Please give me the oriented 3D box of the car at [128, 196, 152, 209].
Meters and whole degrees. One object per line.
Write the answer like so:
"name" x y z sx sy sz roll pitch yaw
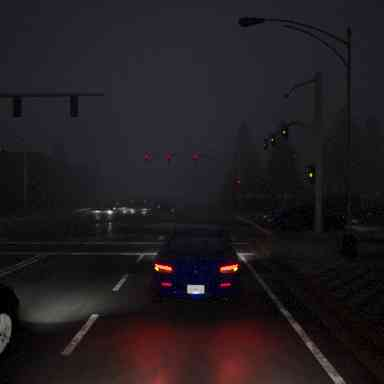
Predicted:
"car" -7.159 1.351 46.346 2.097 1.767 4.553 0 0 0

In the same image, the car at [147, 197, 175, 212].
"car" -3.529 1.563 38.567 1.994 1.385 4.181 0 0 3

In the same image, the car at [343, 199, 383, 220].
"car" 15.878 1.547 27.606 5.357 1.411 2.033 0 0 0

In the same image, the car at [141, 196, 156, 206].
"car" -7.148 1.504 55.487 1.837 1.490 4.892 0 0 0

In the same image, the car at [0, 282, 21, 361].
"car" -3.442 1.505 2.947 1.837 1.490 4.892 0 0 0

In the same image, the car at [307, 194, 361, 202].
"car" 13.055 1.222 31.104 5.566 2.045 2.150 0 0 0

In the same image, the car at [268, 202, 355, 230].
"car" 7.087 1.525 20.436 4.674 1.442 1.812 0 0 0

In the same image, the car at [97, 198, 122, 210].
"car" -10.654 1.525 42.285 1.812 1.442 4.674 0 0 0

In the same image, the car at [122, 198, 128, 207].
"car" -10.659 1.600 51.384 1.895 1.301 4.718 0 0 0

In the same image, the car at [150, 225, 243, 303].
"car" 0.129 1.526 8.082 1.812 1.442 4.674 0 0 2

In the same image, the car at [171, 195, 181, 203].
"car" -3.497 1.351 69.829 2.097 1.767 4.553 0 0 0
